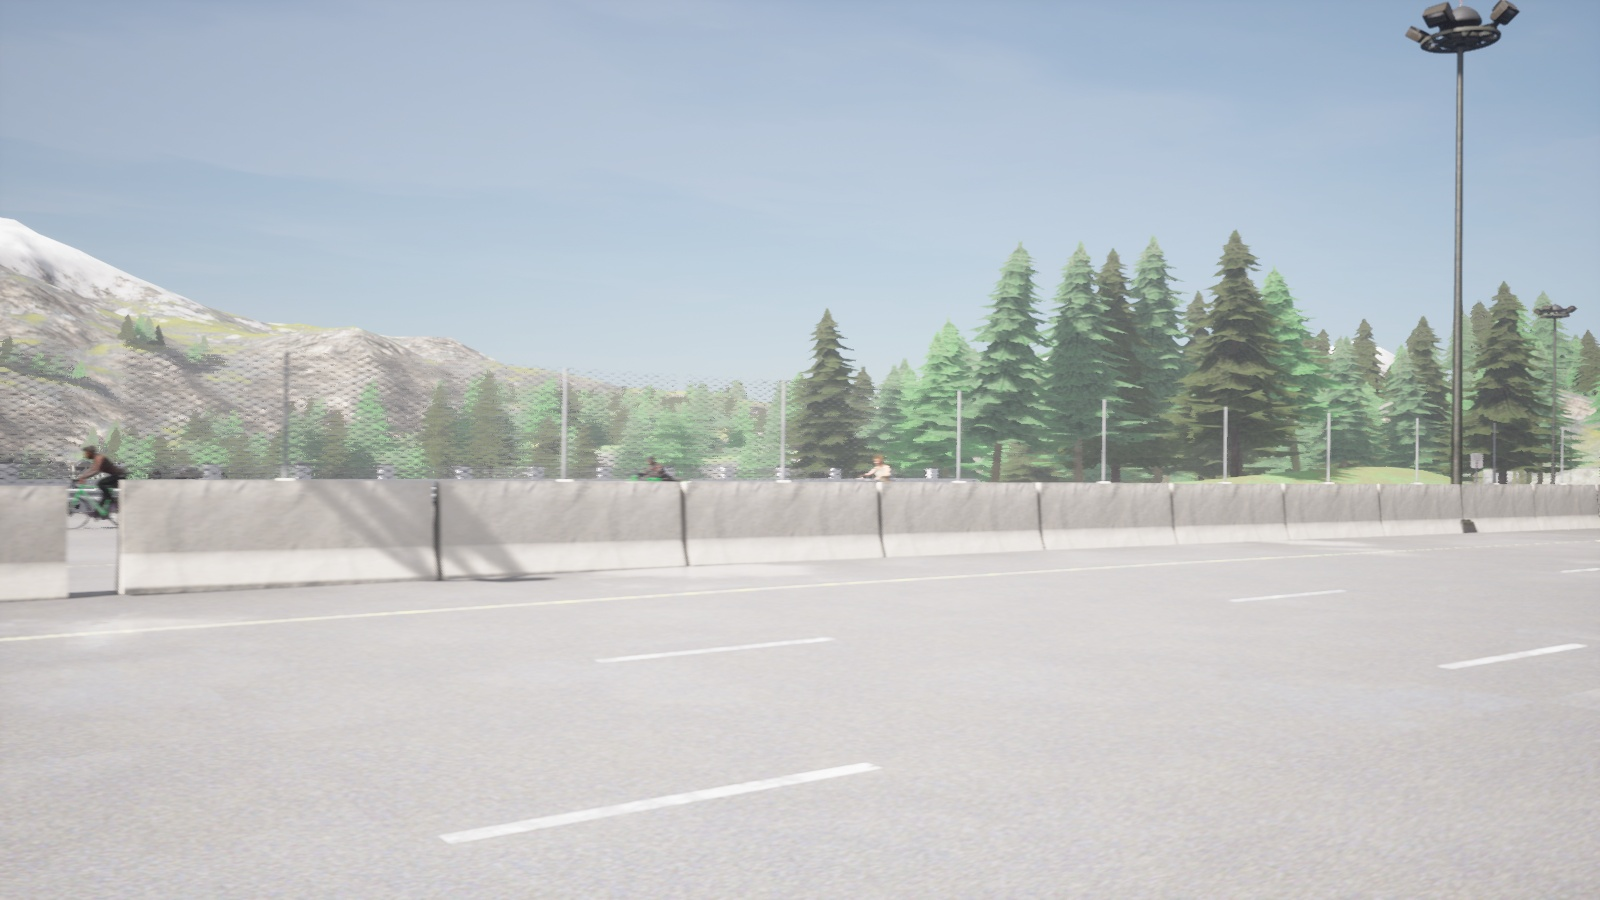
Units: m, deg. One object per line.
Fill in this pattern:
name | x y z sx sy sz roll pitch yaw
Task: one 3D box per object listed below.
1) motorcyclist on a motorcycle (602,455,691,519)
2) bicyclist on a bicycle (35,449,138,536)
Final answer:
motorcyclist on a motorcycle | -3.763 0.898 30.889 2.044 1.523 0.797 1 -1 -35
bicyclist on a bicycle | -13.637 0.792 24.017 1.656 1.620 0.582 0 0 -35
